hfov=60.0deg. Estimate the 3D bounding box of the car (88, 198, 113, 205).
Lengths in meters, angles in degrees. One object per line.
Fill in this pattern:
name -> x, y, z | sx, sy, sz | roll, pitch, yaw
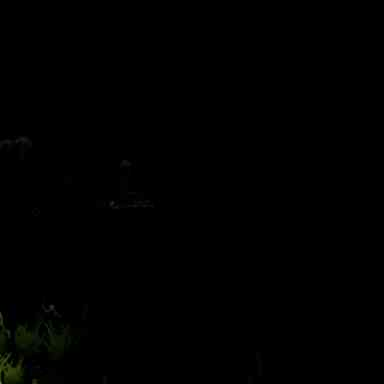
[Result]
car -> -14.627, 1.716, 53.474 | 1.816, 1.474, 4.193 | 6, 3, 33
